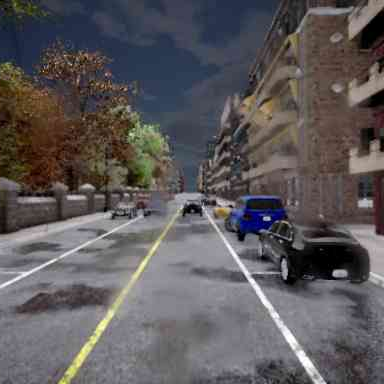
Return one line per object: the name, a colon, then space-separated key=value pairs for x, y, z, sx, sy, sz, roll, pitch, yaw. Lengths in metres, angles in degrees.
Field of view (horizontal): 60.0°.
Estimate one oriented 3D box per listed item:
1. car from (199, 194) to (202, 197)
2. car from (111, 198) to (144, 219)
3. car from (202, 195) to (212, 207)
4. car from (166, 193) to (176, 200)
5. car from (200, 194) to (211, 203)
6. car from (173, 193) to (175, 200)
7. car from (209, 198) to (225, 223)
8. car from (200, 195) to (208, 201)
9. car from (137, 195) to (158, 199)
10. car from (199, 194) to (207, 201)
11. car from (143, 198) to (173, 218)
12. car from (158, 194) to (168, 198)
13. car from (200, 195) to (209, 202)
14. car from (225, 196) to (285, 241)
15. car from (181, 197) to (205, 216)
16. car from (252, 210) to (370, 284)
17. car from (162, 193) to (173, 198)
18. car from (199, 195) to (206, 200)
car: x=0.091 y=1.399 z=48.250 sx=1.882 sy=1.535 sz=5.008 roll=0 pitch=0 yaw=0
car: x=-5.670 y=1.504 z=28.394 sx=2.008 sy=1.369 sz=4.403 roll=1 pitch=0 yaw=0
car: x=2.715 y=1.483 z=50.485 sx=1.947 sy=1.339 sz=4.313 roll=1 pitch=0 yaw=0
car: x=-5.650 y=1.170 z=89.151 sx=2.192 sy=1.841 sz=5.009 roll=1 pitch=0 yaw=0
car: x=2.722 y=1.331 z=67.055 sx=1.967 sy=1.590 sz=4.097 roll=1 pitch=0 yaw=0
car: x=-5.656 y=1.409 z=83.628 sx=1.887 sy=1.381 sz=4.507 roll=1 pitch=0 yaw=0
car: x=2.711 y=1.479 z=28.561 sx=1.752 sy=1.417 sz=4.829 roll=1 pitch=0 yaw=0
car: x=2.723 y=1.398 z=78.272 sx=1.752 sy=1.417 sz=4.829 roll=1 pitch=0 yaw=0
car: x=-5.662 y=1.251 z=39.440 sx=2.192 sy=1.841 sz=5.009 roll=1 pitch=0 yaw=0
car: x=2.726 y=1.304 z=83.626 sx=1.967 sy=1.590 sz=4.097 roll=1 pitch=0 yaw=0
car: x=-3.092 y=1.499 z=29.407 sx=2.033 sy=1.411 sz=5.357 roll=0 pitch=0 yaw=0
car: x=-5.663 y=1.474 z=56.011 sx=1.947 sy=1.339 sz=4.313 roll=1 pitch=0 yaw=0
car: x=2.721 y=1.426 z=72.578 sx=1.887 sy=1.381 sz=4.507 roll=1 pitch=0 yaw=0
car: x=3.111 y=1.195 z=16.529 sx=2.150 sy=2.045 sz=5.566 roll=0 pitch=0 yaw=0
car: x=0.062 y=1.474 z=31.385 sx=1.812 sy=1.442 sz=4.674 roll=0 pitch=0 yaw=1
car: x=3.148 y=1.488 z=9.497 sx=1.837 sy=1.490 sz=4.892 roll=0 pitch=0 yaw=0
car: x=-5.655 y=1.205 z=67.058 sx=2.192 sy=1.841 sz=5.009 roll=1 pitch=0 yaw=0
car: x=2.725 y=1.437 z=89.149 sx=1.802 sy=1.307 sz=4.206 roll=1 pitch=0 yaw=0
